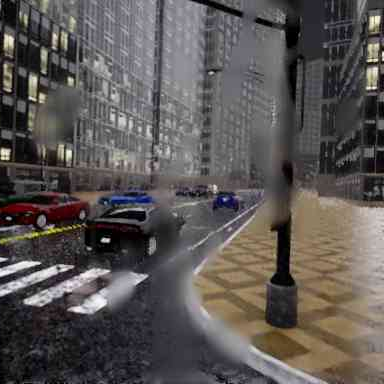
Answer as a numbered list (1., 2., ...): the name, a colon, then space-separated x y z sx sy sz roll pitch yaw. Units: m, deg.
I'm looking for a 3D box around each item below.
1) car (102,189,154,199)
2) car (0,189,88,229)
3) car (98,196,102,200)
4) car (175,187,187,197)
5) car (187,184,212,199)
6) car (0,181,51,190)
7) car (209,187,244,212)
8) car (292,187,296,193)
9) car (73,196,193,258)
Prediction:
1. car: -4.535 0.609 25.554 1.882 1.535 5.008 2 2 16
2. car: -7.102 0.802 16.554 1.882 1.535 5.008 2 2 16
3. car: -6.520 0.466 30.451 2.033 1.411 5.357 2 2 16
4. car: -0.988 -0.016 49.506 1.882 1.535 5.008 2 2 17
5. car: 1.536 -0.100 46.568 2.150 2.045 5.566 2 2 16
6. car: -9.998 0.403 18.216 2.150 2.045 5.566 2 2 16
7. car: 3.231 0.633 28.728 2.097 1.767 4.553 2 2 16
8. car: 26.277 -0.447 90.457 1.812 1.442 4.674 3 2 29
9. car: -1.686 1.127 11.502 1.882 1.535 5.008 2 2 16
